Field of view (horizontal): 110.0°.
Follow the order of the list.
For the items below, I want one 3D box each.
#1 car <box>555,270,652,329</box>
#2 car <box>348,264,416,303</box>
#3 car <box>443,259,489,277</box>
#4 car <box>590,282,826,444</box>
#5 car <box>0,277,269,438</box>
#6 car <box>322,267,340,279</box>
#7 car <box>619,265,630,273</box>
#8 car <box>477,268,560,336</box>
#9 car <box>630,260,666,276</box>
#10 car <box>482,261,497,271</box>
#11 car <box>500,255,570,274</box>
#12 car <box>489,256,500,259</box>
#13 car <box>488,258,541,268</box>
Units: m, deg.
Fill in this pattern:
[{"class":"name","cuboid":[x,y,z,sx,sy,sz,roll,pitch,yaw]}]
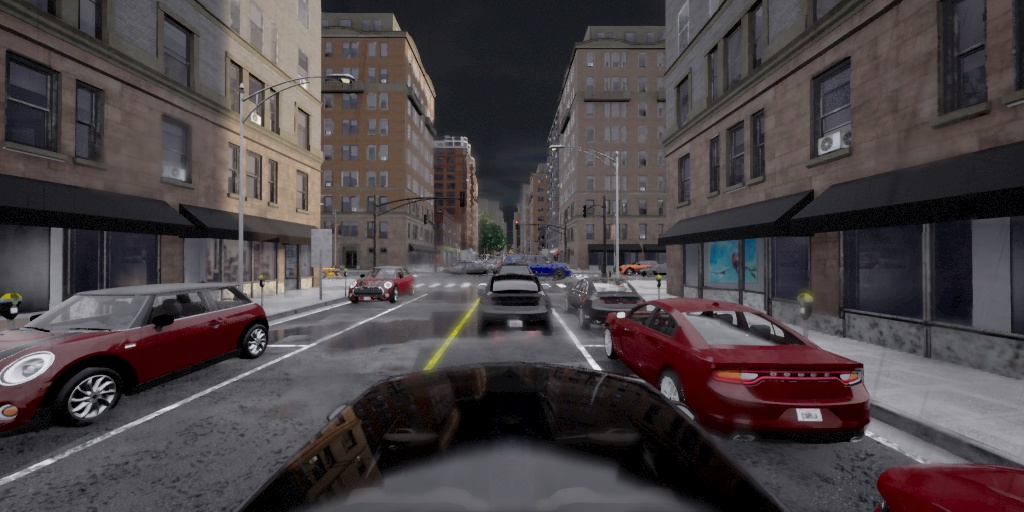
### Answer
[{"class":"car","cuboid":[2.685,1.303,10.949,2.007,1.370,4.403,0,0,0]},{"class":"car","cuboid":[-5.832,1.195,16.451,1.967,1.591,4.097,0,0,0]},{"class":"car","cuboid":[-4.161,1.299,35.609,5.357,1.411,2.033,0,0,-37]},{"class":"car","cuboid":[2.676,1.296,5.457,1.888,1.381,4.507,0,0,0]},{"class":"car","cuboid":[-5.851,1.190,5.464,1.967,1.591,4.097,0,0,0]},{"class":"car","cuboid":[-16.669,1.131,29.228,5.008,1.535,1.882,0,-1,0]},{"class":"car","cuboid":[14.030,1.221,39.324,4.553,1.767,2.097,0,0,0]},{"class":"car","cuboid":[0.058,1.258,10.374,1.837,1.490,4.892,0,0,-1]},{"class":"car","cuboid":[15.195,1.395,36.062,5.357,1.411,2.033,0,0,0]},{"class":"car","cuboid":[-3.116,1.389,50.826,1.895,1.301,4.718,0,0,0]},{"class":"car","cuboid":[2.013,0.951,29.305,5.566,2.045,2.150,0,0,0]},{"class":"car","cuboid":[-3.162,1.159,60.798,2.097,1.767,4.553,0,0,0]},{"class":"car","cuboid":[0.123,1.108,17.788,2.097,1.767,4.553,0,0,0]}]
